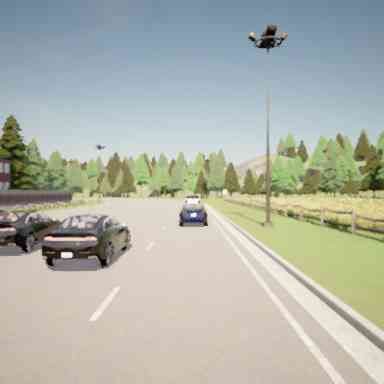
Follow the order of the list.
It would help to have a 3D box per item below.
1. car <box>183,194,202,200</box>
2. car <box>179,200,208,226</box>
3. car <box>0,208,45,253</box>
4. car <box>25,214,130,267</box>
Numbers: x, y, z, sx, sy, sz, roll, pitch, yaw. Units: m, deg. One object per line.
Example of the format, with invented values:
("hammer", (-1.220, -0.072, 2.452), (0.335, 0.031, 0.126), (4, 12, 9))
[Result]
("car", (0.099, 1.277, 42.190), (2.150, 2.045, 5.566), (0, 0, 0))
("car", (0.102, 1.535, 23.973), (2.163, 1.488, 4.792), (0, 0, 0))
("car", (-6.899, 1.510, 13.775), (2.128, 1.511, 4.902), (0, 0, 0))
("car", (-3.399, 1.507, 11.463), (2.128, 1.511, 4.902), (0, 0, 0))
